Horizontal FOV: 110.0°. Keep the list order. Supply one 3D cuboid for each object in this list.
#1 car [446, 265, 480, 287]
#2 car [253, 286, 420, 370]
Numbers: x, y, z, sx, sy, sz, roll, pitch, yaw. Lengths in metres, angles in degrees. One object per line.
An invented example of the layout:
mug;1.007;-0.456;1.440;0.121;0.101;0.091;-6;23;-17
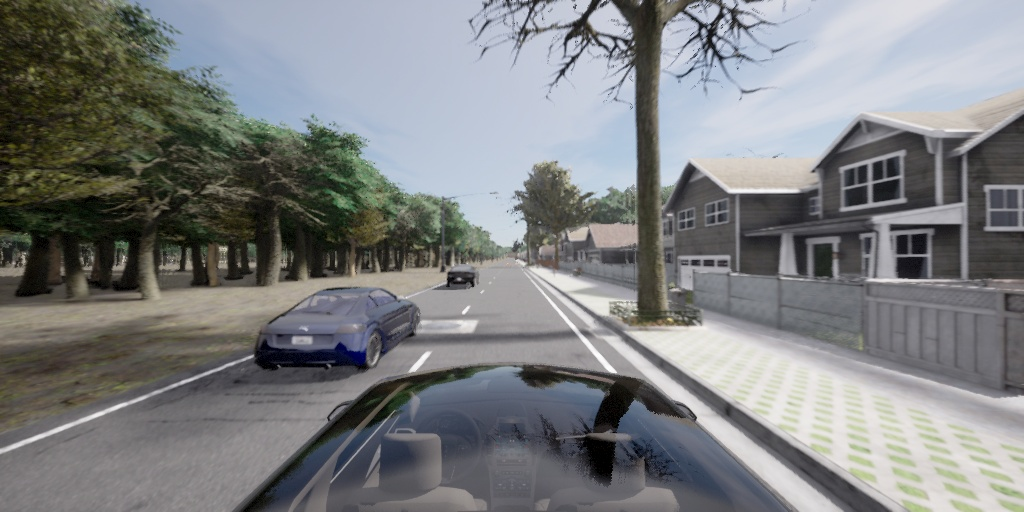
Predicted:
car;-3.394;1.348;25.495;1.882;1.535;5.008;0;0;0
car;-3.397;1.345;7.814;1.994;1.385;4.181;0;0;0
